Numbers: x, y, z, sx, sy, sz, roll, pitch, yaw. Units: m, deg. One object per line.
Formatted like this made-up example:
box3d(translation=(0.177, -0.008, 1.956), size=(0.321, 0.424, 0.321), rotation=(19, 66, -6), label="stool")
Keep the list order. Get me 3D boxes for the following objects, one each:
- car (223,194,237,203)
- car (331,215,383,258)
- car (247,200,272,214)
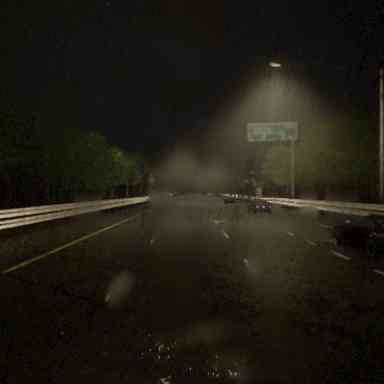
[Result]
box3d(translation=(7.179, 1.514, 65.385), size=(1.994, 1.385, 4.181), rotation=(0, 0, 0), label="car")
box3d(translation=(7.012, 1.565, 12.728), size=(1.994, 1.385, 4.181), rotation=(0, 0, 0), label="car")
box3d(translation=(7.072, 1.526, 35.256), size=(2.033, 1.411, 5.357), rotation=(0, 0, 0), label="car")
